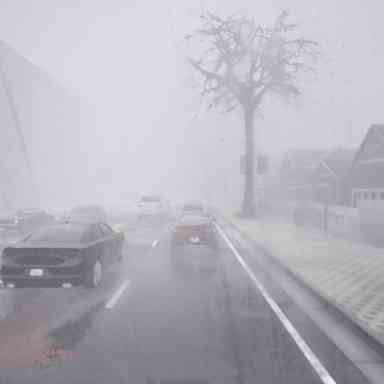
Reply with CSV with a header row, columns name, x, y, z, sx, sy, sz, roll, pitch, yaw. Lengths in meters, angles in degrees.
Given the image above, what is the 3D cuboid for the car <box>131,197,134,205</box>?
name,x,y,z,sx,sy,sz,roll,pitch,yaw
car,-9.792,1.343,60.593,2.097,1.767,4.553,0,0,0

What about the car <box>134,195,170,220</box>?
name,x,y,z,sx,sy,sz,roll,pitch,yaw
car,-3.154,1.230,27.899,2.150,2.045,5.566,0,0,0

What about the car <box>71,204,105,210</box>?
name,x,y,z,sx,sy,sz,roll,pitch,yaw
car,-6.602,1.514,20.667,1.837,1.490,4.892,0,0,0

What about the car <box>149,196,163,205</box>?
name,x,y,z,sx,sy,sz,roll,pitch,yaw
car,-6.542,1.493,60.933,1.837,1.490,4.892,0,0,1

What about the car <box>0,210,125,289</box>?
name,x,y,z,sx,sy,sz,roll,pitch,yaw
car,-3.155,1.483,9.230,1.882,1.535,5.008,0,0,0

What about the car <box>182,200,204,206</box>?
name,x,y,z,sx,sy,sz,roll,pitch,yaw
car,0.096,1.486,30.323,1.882,1.535,5.008,0,0,0

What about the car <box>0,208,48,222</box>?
name,x,y,z,sx,sy,sz,roll,pitch,yaw
car,-9.853,1.610,19.438,1.895,1.301,4.718,0,0,0

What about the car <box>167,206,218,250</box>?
name,x,y,z,sx,sy,sz,roll,pitch,yaw
car,0.098,1.533,14.193,1.812,1.442,4.674,0,0,0
